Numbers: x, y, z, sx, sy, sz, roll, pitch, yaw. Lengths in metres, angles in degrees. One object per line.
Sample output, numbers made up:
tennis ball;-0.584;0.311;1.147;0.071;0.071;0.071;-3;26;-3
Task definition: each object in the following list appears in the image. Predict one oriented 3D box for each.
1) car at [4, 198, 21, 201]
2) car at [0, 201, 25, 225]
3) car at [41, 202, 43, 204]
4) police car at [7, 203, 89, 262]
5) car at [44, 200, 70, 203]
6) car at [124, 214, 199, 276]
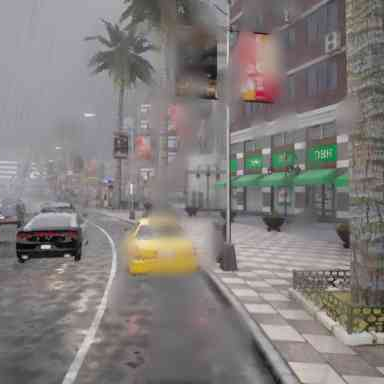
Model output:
car;-17.446;1.337;32.375;2.097;1.767;4.553;0;0;-27
car;-12.058;1.538;21.615;2.033;1.411;5.357;0;0;-25
car;-14.753;1.552;34.818;1.994;1.385;4.181;0;0;-27
police car;-4.942;1.421;12.354;1.930;1.638;5.238;0;0;-14
car;-10.165;1.470;25.715;1.882;1.535;5.008;0;0;-26
car;-1.121;1.456;10.384;1.801;1.575;5.366;0;0;-11
